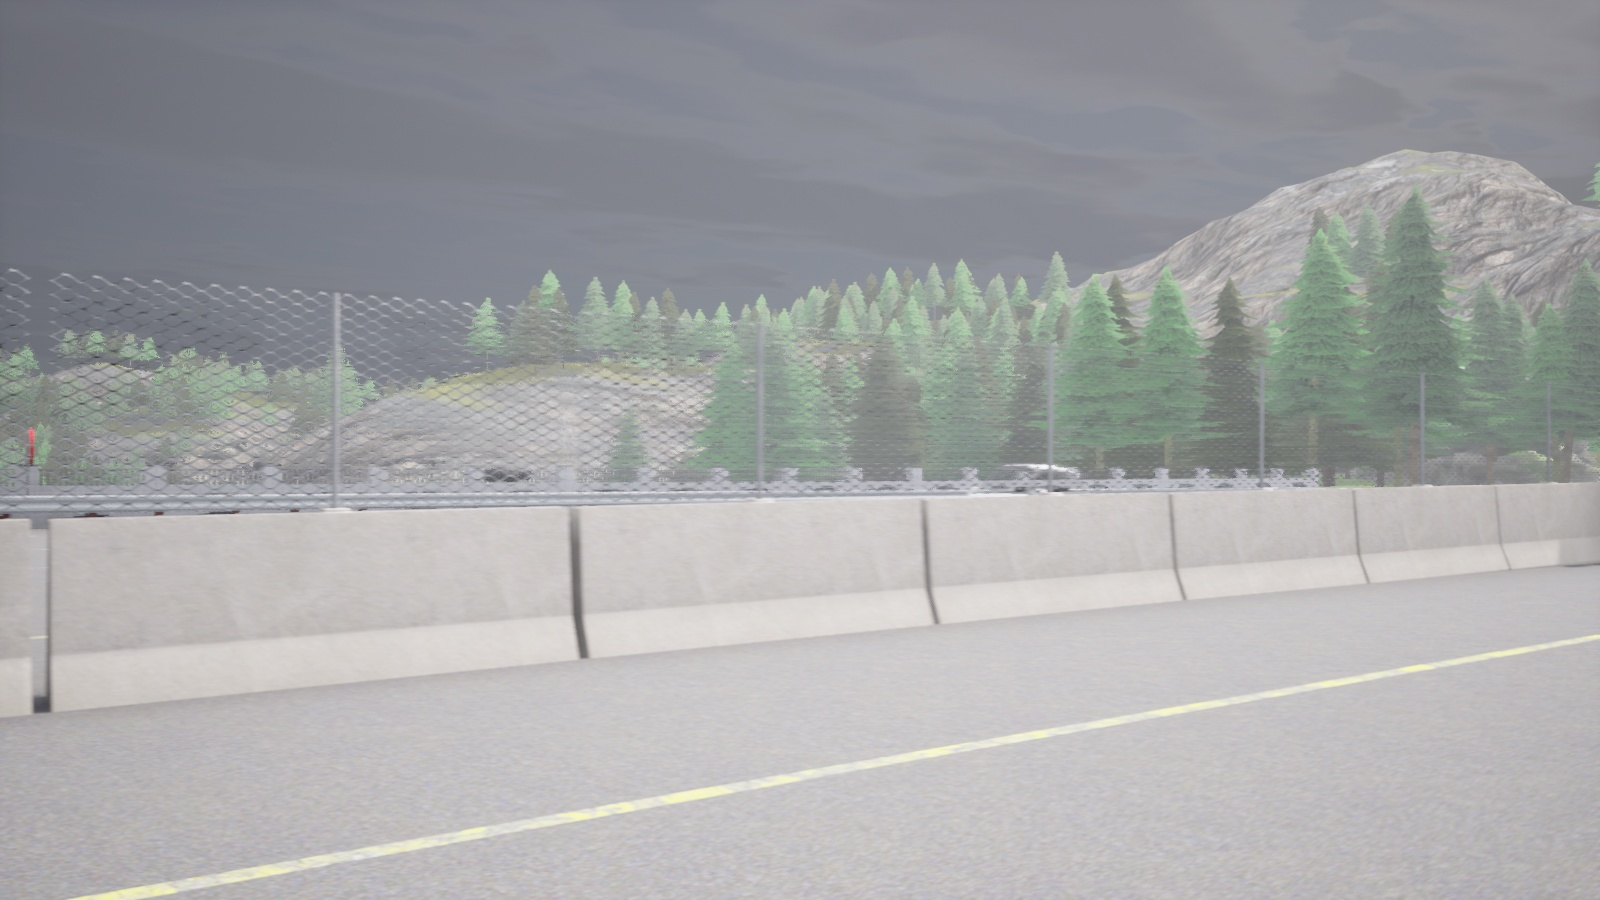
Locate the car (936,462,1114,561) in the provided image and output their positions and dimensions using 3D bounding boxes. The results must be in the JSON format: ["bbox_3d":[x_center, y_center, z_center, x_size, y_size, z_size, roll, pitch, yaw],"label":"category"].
[{"bbox_3d":[3.370,0.872,18.797,2.207,1.376,1.481,1,-1,-35],"label":"car"}]
